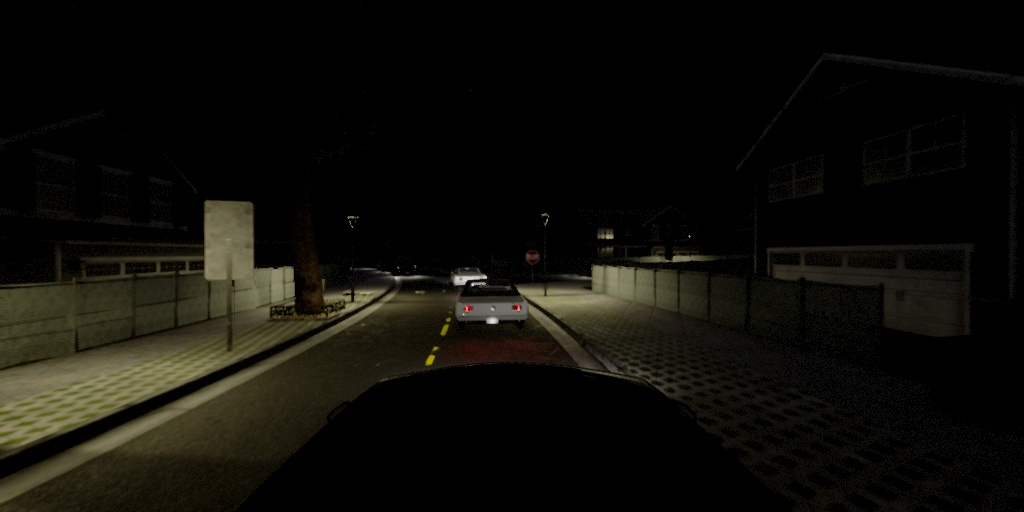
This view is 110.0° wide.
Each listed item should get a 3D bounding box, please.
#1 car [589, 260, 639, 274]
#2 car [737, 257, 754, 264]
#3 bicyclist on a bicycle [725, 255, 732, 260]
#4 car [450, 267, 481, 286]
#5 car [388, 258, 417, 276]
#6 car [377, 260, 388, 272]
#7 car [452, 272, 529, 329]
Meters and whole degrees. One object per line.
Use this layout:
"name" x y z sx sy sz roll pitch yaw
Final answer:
"car" 9.425 1.069 30.801 5.357 1.411 2.033 -1 1 -11
"car" 21.823 0.838 33.277 4.902 1.511 2.128 -1 1 -12
"bicyclist on a bicycle" 15.744 0.787 26.010 0.582 1.620 1.656 -1 0 -11
"car" -2.889 1.345 22.825 1.895 1.301 4.718 0 0 -13
"car" -11.456 1.094 37.964 2.097 1.767 4.553 0 0 -26
"car" -16.404 1.250 47.084 1.837 1.490 4.892 0 0 -31
"car" -0.736 1.351 11.290 1.895 1.301 4.718 0 0 -6
